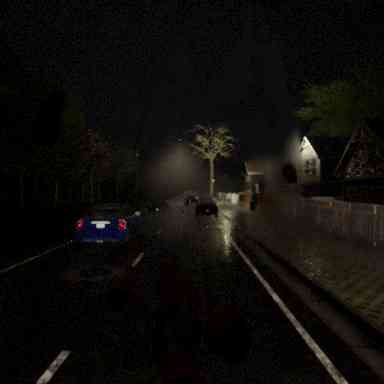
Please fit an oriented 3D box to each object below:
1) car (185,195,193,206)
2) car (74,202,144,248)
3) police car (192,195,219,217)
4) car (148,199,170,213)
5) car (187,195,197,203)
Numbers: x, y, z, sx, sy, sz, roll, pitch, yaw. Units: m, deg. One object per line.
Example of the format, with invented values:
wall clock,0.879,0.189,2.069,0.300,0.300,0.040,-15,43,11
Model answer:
car,0.013,1.259,47.854,1.837,1.490,4.892,0,1,0
car,-3.395,1.270,14.463,2.097,1.767,4.553,0,0,0
police car,1.232,1.267,29.168,1.930,1.638,5.238,0,0,0
car,-3.390,1.414,34.795,1.895,1.301,4.718,0,0,0
car,0.016,1.247,63.592,1.994,1.385,4.181,0,0,0
